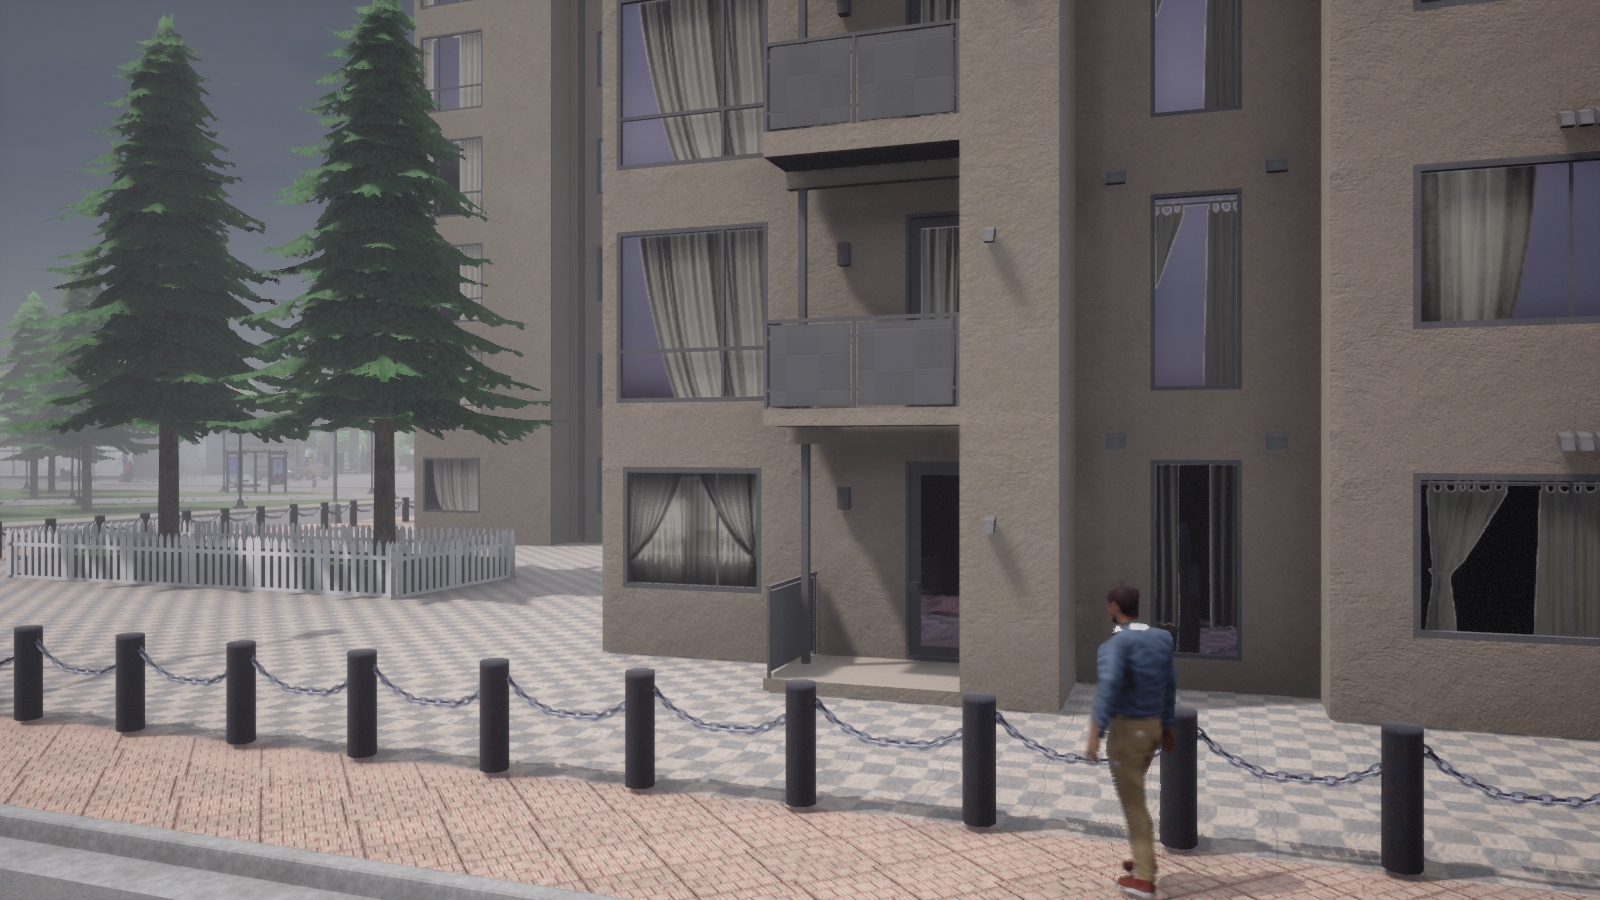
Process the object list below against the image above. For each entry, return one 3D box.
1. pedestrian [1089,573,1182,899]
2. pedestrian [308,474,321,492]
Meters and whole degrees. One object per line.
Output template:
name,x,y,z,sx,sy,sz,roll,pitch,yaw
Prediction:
pedestrian,2.003,1.694,6.832,0.375,1.860,0.375,0,0,-24
pedestrian,-30.154,2.072,70.949,0.500,1.100,0.500,0,0,22
